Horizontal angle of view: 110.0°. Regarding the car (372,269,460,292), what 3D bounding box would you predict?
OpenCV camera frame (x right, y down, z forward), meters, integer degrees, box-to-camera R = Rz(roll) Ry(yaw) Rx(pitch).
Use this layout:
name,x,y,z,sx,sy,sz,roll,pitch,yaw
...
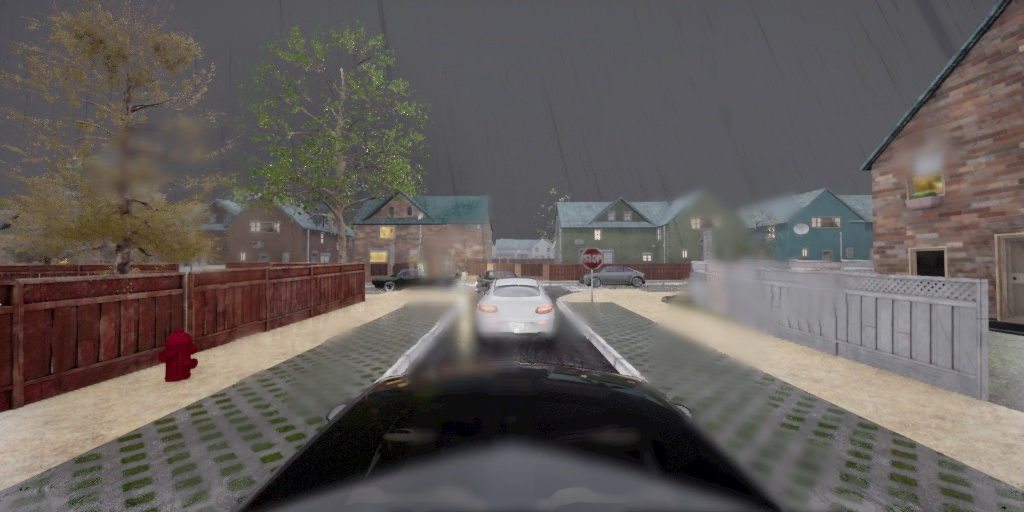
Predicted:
name,x,y,z,sx,sy,sz,roll,pitch,yaw
car,-5.470,1.416,20.872,4.718,1.301,1.895,-1,-1,1

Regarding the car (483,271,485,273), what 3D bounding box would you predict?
name,x,y,z,sx,sy,sz,roll,pitch,yaw
car,-0.746,1.366,18.485,1.895,1.301,4.718,0,-1,-12

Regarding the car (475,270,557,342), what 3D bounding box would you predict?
name,x,y,z,sx,sy,sz,roll,pitch,yaw
car,0.108,1.279,9.665,1.812,1.442,4.674,0,0,0

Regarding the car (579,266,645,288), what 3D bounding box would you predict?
name,x,y,z,sx,sy,sz,roll,pitch,yaw
car,6.552,1.344,23.655,4.181,1.385,1.994,0,-1,1

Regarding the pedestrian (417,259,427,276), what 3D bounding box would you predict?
name,x,y,z,sx,sy,sz,roll,pitch,yaw
pedestrian,-6.685,1.118,26.758,0.375,1.860,0.375,0,-1,1
